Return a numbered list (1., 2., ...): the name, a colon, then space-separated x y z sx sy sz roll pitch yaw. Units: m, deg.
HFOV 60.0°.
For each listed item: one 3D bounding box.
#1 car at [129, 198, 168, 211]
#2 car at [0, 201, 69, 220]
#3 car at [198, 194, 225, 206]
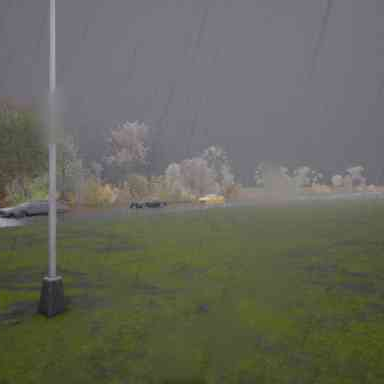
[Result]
1. car: -4.916 1.343 37.671 1.895 1.301 4.718 0 1 36
2. car: -12.767 1.402 26.965 2.033 1.411 5.357 0 1 36
3. car: 2.838 1.103 48.199 1.882 1.535 5.008 0 1 37
